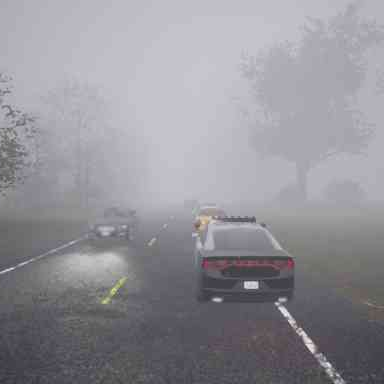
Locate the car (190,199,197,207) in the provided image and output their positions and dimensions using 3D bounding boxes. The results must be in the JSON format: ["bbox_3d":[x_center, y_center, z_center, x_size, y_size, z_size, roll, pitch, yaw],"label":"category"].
[{"bbox_3d":[0.986,1.514,24.285,1.812,1.442,4.674,0,0,0],"label":"car"}]

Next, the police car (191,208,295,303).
[{"bbox_3d":[1.028,1.422,8.393,1.930,1.638,5.238,0,0,0],"label":"police car"}]

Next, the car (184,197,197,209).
[{"bbox_3d":[-0.082,1.441,45.636,1.882,1.535,5.008,0,0,0],"label":"car"}]

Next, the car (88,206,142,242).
[{"bbox_3d":[-3.643,1.485,16.477,2.128,1.511,4.902,0,0,0],"label":"car"}]

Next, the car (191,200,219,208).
[{"bbox_3d":[1.001,1.448,18.474,1.801,1.575,5.366,0,0,0],"label":"car"}]

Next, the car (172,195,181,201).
[{"bbox_3d":[-3.710,1.453,79.168,1.994,1.385,4.181,0,0,0],"label":"car"}]

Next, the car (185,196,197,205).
[{"bbox_3d":[-0.158,1.500,59.655,1.994,1.385,4.181,0,0,0],"label":"car"}]
